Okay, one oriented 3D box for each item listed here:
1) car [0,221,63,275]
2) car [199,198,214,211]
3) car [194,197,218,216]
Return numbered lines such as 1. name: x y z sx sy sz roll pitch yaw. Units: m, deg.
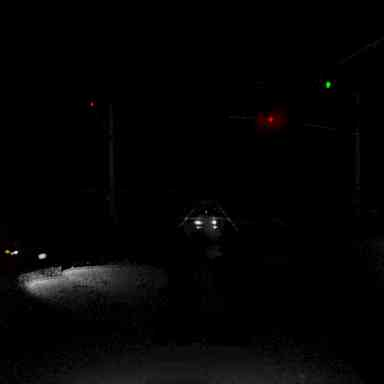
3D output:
1. car: -5.915 1.562 9.716 4.181 1.385 1.994 0 0 20
2. car: 1.818 1.463 41.238 1.837 1.490 4.892 0 0 3
3. car: 1.361 1.485 31.529 1.812 1.442 4.674 0 0 3
